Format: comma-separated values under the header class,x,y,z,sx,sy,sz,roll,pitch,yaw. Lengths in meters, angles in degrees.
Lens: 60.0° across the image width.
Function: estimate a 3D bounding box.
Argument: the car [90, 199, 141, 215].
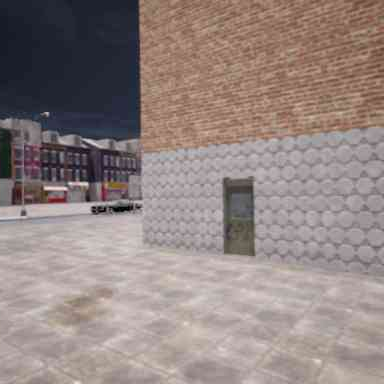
class,x,y,z,sx,sy,sz,roll,pitch,yaw
car,-6.888,1.353,30.208,1.895,1.301,4.718,-1,0,35
